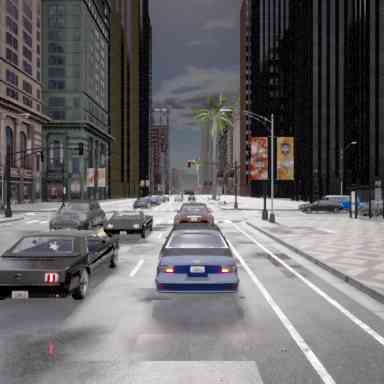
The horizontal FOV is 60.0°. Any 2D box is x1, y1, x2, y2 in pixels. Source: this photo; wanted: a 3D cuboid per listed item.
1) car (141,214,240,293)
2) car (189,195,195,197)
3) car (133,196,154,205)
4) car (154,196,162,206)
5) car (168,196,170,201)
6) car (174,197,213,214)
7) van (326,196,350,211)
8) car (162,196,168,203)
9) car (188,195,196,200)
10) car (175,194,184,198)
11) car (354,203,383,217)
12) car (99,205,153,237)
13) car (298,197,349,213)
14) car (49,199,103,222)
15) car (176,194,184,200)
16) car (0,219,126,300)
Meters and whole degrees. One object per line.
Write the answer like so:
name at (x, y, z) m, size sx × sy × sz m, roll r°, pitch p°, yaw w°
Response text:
car at (0.100, 1.547, 8.963) m, size 2.033 × 1.411 × 5.357 m, roll 0°, pitch 0°, yaw 0°
car at (-0.021, 1.529, 81.255) m, size 1.812 × 1.442 × 4.674 m, roll 0°, pitch 0°, yaw 0°
car at (-6.608, 1.506, 43.953) m, size 1.837 × 1.490 × 4.892 m, roll 0°, pitch 0°, yaw 0°
car at (-6.598, 1.480, 55.761) m, size 1.882 × 1.535 × 5.008 m, roll 0°, pitch 0°, yaw 0°
car at (-6.522, 1.552, 81.080) m, size 1.994 × 1.385 × 4.181 m, roll 0°, pitch 0°, yaw 0°
car at (0.116, 1.352, 18.406) m, size 2.097 × 1.767 × 4.553 m, roll 0°, pitch 0°, yaw 0°
van at (17.057, 1.315, 38.137) m, size 3.998 × 1.788 × 1.690 m, roll 0°, pitch 0°, yaw 0°
car at (-6.518, 1.529, 69.087) m, size 1.812 × 1.442 × 4.674 m, roll 0°, pitch 0°, yaw 0°
car at (-0.023, 1.546, 91.476) m, size 2.033 × 1.411 × 5.357 m, roll 0°, pitch 0°, yaw 0°
car at (-3.271, 1.522, 80.402) m, size 1.812 × 1.442 × 4.674 m, roll 0°, pitch 0°, yaw 0°
car at (17.064, 1.549, 29.613) m, size 4.403 × 1.369 × 2.008 m, roll 0°, pitch 0°, yaw 0°
car at (-3.159, 1.601, 17.503) m, size 1.895 × 1.301 × 4.718 m, roll 0°, pitch 0°, yaw 0°
car at (13.729, 1.509, 35.471) m, size 4.674 × 1.442 × 1.812 m, roll 0°, pitch 0°, yaw 2°
car at (-6.605, 1.352, 19.599) m, size 2.097 × 1.767 × 4.553 m, roll 0°, pitch 0°, yaw 0°
car at (-3.273, 1.316, 90.405) m, size 1.882 × 1.535 × 5.008 m, roll 0°, pitch 0°, yaw 0°
car at (-3.151, 1.601, 8.335) m, size 1.895 × 1.301 × 4.718 m, roll 0°, pitch 0°, yaw 0°
